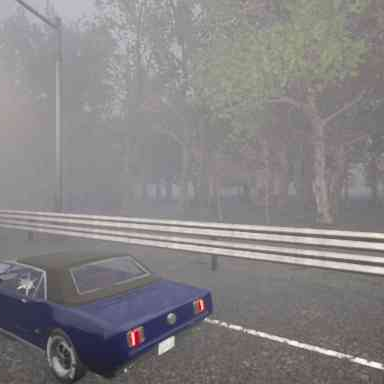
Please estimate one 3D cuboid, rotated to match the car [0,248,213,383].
[{"bbox_3d":[-2.111,1.610,5.412,4.718,1.301,1.895,0,0,36],"label":"car"}]
